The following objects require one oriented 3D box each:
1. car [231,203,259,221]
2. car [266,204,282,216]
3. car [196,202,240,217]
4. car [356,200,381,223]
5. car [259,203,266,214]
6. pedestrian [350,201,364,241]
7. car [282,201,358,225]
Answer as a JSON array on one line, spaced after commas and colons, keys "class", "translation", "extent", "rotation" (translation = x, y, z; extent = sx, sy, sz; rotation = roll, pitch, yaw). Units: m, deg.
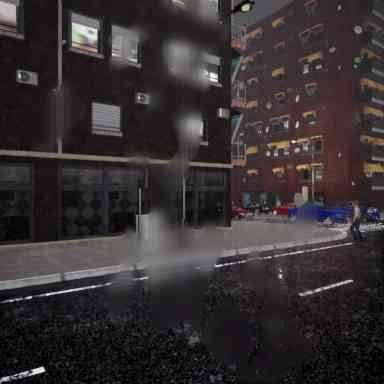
[{"class": "car", "translation": [3.681, 1.861, 30.196], "extent": [1.802, 1.307, 4.206], "rotation": [-1, 0, -36]}, {"class": "car", "translation": [10.448, 1.827, 35.082], "extent": [1.887, 1.381, 4.507], "rotation": [-1, 0, -36]}, {"class": "car", "translation": [2.689, 1.827, 35.957], "extent": [1.882, 1.535, 5.008], "rotation": [0, -1, -36]}, {"class": "car", "translation": [12.796, 1.533, 27.382], "extent": [2.097, 1.767, 4.553], "rotation": [0, -1, -41]}, {"class": "car", "translation": [7.333, 1.918, 39.395], "extent": [1.947, 1.339, 4.313], "rotation": [-1, 0, -36]}, {"class": "pedestrian", "translation": [7.489, 1.294, 15.189], "extent": [0.375, 1.860, 0.375], "rotation": [0, 0, -35]}, {"class": "car", "translation": [9.763, 1.664, 25.811], "extent": [1.882, 1.535, 5.008], "rotation": [0, -1, -32]}]
